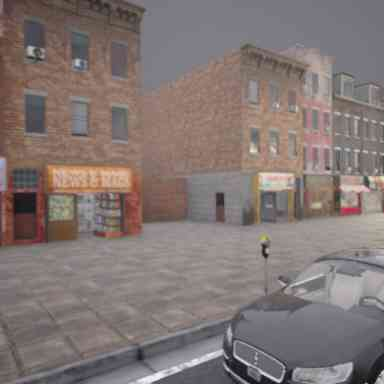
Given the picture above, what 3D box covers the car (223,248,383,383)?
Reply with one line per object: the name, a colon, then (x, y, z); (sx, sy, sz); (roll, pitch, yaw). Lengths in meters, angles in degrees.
car: (2.384, 1.522, 4.512); (4.403, 1.369, 2.008); (0, 0, -35)
